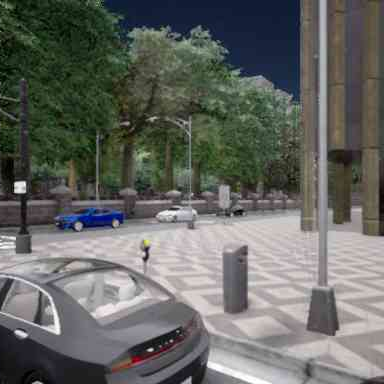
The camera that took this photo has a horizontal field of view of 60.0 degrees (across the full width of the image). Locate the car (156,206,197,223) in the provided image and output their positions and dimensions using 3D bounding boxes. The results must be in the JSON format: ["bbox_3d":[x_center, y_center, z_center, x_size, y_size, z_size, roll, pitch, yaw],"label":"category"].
[{"bbox_3d":[-1.311,2.016,30.651,1.812,1.442,4.674,0,-1,35],"label":"car"}]

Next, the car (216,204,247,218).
[{"bbox_3d":[4.674,2.186,39.129,1.882,1.535,5.008,0,-1,36],"label":"car"}]

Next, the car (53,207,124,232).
[{"bbox_3d":[-6.926,1.769,22.688,1.882,1.535,5.008,0,-1,35],"label":"car"}]

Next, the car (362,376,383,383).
[{"bbox_3d":[2.627,1.569,1.092,4.313,1.339,1.947,0,0,35],"label":"car"}]

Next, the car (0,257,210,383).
[{"bbox_3d":[-1.862,1.543,4.293,4.403,1.369,2.008,0,0,36],"label":"car"}]
